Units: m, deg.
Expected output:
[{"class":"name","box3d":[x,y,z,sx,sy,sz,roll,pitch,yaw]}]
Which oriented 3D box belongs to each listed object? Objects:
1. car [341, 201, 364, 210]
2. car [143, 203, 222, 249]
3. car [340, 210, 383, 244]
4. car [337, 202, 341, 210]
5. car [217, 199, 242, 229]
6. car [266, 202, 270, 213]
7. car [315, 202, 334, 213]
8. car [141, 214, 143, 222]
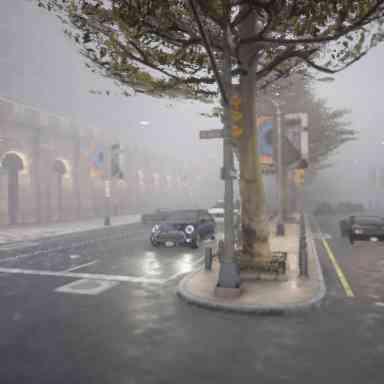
[{"class":"car","box3d":[20.983,1.933,43.266,1.882,1.535,5.008,-1,-1,18]},{"class":"car","box3d":[-0.258,1.612,16.103,2.097,1.767,4.553,-1,-1,18]},{"class":"car","box3d":[8.528,1.772,16.444,1.895,1.301,4.718,-1,-1,18]},{"class":"car","box3d":[23.742,2.119,51.572,1.994,1.385,4.181,-1,-1,18]},{"class":"car","box3d":[2.805,1.593,25.327,2.150,2.045,5.566,-1,-1,18]},{"class":"car","box3d":[9.026,1.948,43.922,2.097,1.767,4.553,-1,-1,19]},{"class":"car","box3d":[17.793,2.039,44.750,1.812,1.442,4.674,-1,-1,19]},{"class":"car","box3d":[-2.776,2.093,29.605,1.895,1.301,4.718,-1,-1,18]}]
